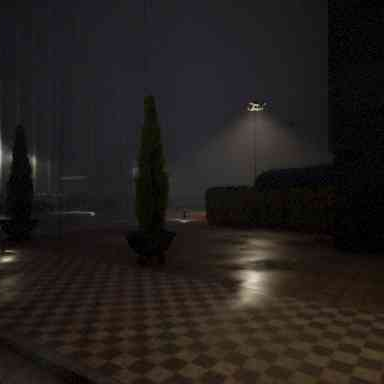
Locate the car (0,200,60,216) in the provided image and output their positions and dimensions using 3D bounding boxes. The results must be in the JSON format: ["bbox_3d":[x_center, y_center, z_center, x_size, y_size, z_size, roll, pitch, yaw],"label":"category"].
[{"bbox_3d":[-15.878,1.505,32.366,1.837,1.490,4.892,0,0,35],"label":"car"}]

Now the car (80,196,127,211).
[{"bbox_3d":[-10.547,1.505,40.027,1.837,1.490,4.892,0,0,35],"label":"car"}]

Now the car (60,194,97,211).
[{"bbox_3d":[-14.091,1.221,41.069,2.150,2.045,5.566,0,0,35],"label":"car"}]

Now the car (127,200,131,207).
[{"bbox_3d":[-8.099,1.491,49.650,2.128,1.511,4.902,0,0,35],"label":"car"}]
